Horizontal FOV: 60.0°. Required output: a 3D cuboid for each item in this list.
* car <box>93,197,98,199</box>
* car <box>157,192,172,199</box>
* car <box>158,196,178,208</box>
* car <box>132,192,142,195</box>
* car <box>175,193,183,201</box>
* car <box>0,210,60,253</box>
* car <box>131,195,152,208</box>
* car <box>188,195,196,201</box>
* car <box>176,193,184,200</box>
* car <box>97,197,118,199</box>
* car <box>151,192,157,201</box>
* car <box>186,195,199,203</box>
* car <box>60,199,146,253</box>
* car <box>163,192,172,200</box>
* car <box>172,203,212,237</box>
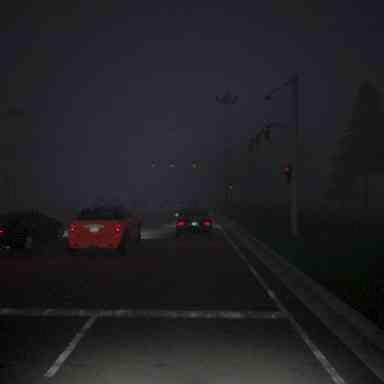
[{"bbox_3d":[-13.904,1.438,50.632,2.128,1.511,4.902,0,0,0],"label":"car"},{"bbox_3d":[-7.011,1.452,84.222,2.033,1.411,5.357,0,0,0],"label":"car"},{"bbox_3d":[-3.405,1.552,47.300,1.895,1.301,4.718,0,0,0],"label":"car"},{"bbox_3d":[-14.011,1.137,84.315,2.150,2.045,5.566,0,0,0],"label":"car"},{"bbox_3d":[-3.511,1.412,84.414,1.837,1.490,4.892,0,0,0],"label":"car"},{"bbox_3d":[-6.901,1.492,13.604,1.837,1.490,4.892,0,0,0],"label":"car"},{"bbox_3d":[-6.904,1.502,43.743,2.033,1.411,5.357,0,0,0],"label":"car"},{"bbox_3d":[-0.011,1.508,84.501,1.895,1.301,4.718,0,0,0],"label":"car"},{"bbox_3d":[-3.512,1.200,94.656,2.097,1.767,4.553,0,0,0],"label":"car"},{"bbox_3d":[-10.404,1.501,43.755,2.033,1.411,5.357,0,0,0],"label":"car"},{"bbox_3d":[-10.511,1.452,84.295,2.033,1.411,5.357,0,0,0],"label":"car"},{"bbox_3d":[0.094,1.512,50.111,1.994,1.385,4.181,0,0,0],"label":"car"},{"bbox_3d":[-3.401,1.337,13.713,2.097,1.767,4.553,0,0,0],"label":"car"},{"bbox_3d":[-7.012,1.073,94.716,2.150,2.045,5.566,0,0,0],"label":"car"},{"bbox_3d":[0.098,1.529,17.891,2.033,1.411,5.357,0,0,0],"label":"car"}]
